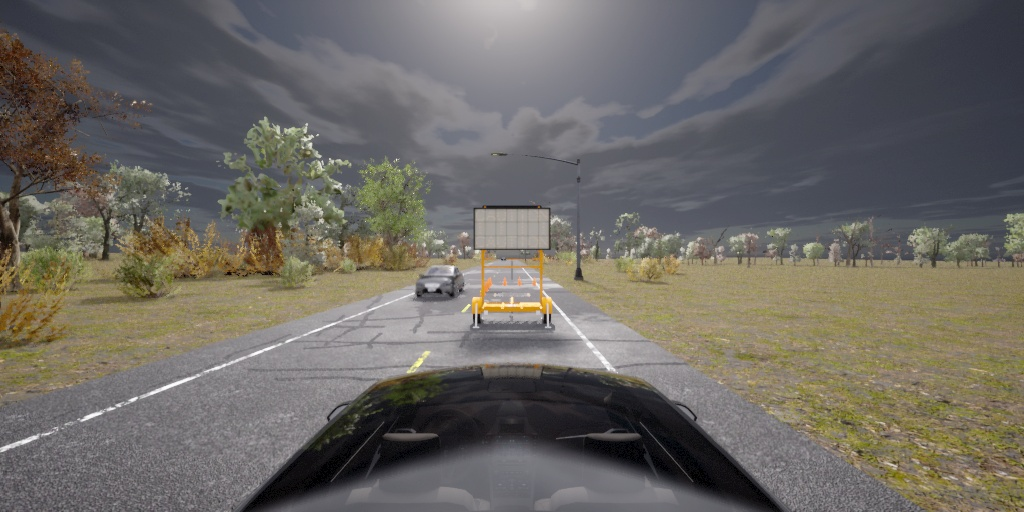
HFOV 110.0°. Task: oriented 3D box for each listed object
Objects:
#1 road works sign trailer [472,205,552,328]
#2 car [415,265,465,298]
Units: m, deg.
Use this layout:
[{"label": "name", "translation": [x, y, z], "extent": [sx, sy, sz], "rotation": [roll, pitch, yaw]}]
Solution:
[{"label": "road works sign trailer", "translation": [0.002, 0.216, 11.344], "extent": [2.380, 3.560, 2.880], "rotation": [0, 0, 0]}, {"label": "car", "translation": [-3.597, 1.245, 18.550], "extent": [2.128, 1.511, 4.902], "rotation": [0, 0, 0]}]
